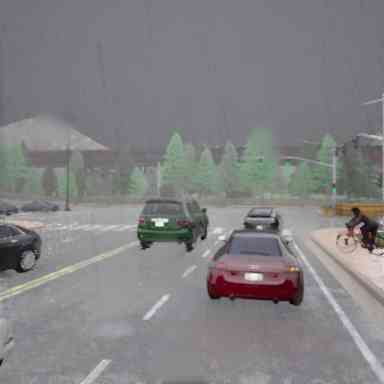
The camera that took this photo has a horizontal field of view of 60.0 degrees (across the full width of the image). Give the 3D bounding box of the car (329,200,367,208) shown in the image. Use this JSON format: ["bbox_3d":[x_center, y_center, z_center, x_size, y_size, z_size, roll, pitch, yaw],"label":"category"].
[{"bbox_3d":[21.776,1.880,46.433,4.892,1.490,1.837,0,0,10],"label":"car"}]

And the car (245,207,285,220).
[{"bbox_3d":[4.281,1.625,19.470,2.128,1.511,4.902,0,0,20],"label":"car"}]

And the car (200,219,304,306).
[{"bbox_3d":[1.578,1.619,8.357,1.994,1.385,4.181,0,0,11],"label":"car"}]

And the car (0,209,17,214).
[{"bbox_3d":[-8.695,1.527,11.453,1.837,1.490,4.892,0,-1,12],"label":"car"}]

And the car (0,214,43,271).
[{"bbox_3d":[-5.805,1.523,8.221,1.837,1.490,4.892,0,-1,12],"label":"car"}]

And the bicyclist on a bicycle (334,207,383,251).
[{"bbox_3d":[6.484,1.409,12.985,1.656,1.620,0.582,0,0,6],"label":"bicyclist on a bicycle"}]

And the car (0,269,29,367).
[{"bbox_3d":[-3.369,1.595,1.850,1.895,1.301,4.718,0,0,12],"label":"car"}]

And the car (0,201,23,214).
[{"bbox_3d":[-19.729,1.625,32.190,5.357,1.411,2.033,0,0,10],"label":"car"}]

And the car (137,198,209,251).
[{"bbox_3d":[-0.661,1.303,14.909,2.150,2.045,5.566,0,0,12],"label":"car"}]

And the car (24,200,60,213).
[{"bbox_3d":[-17.750,1.687,38.952,4.181,1.385,1.994,0,0,10],"label":"car"}]

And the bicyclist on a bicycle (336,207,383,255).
[{"bbox_3d":[5.991,1.399,11.756,1.656,1.620,0.582,0,-1,30],"label":"bicyclist on a bicycle"}]
